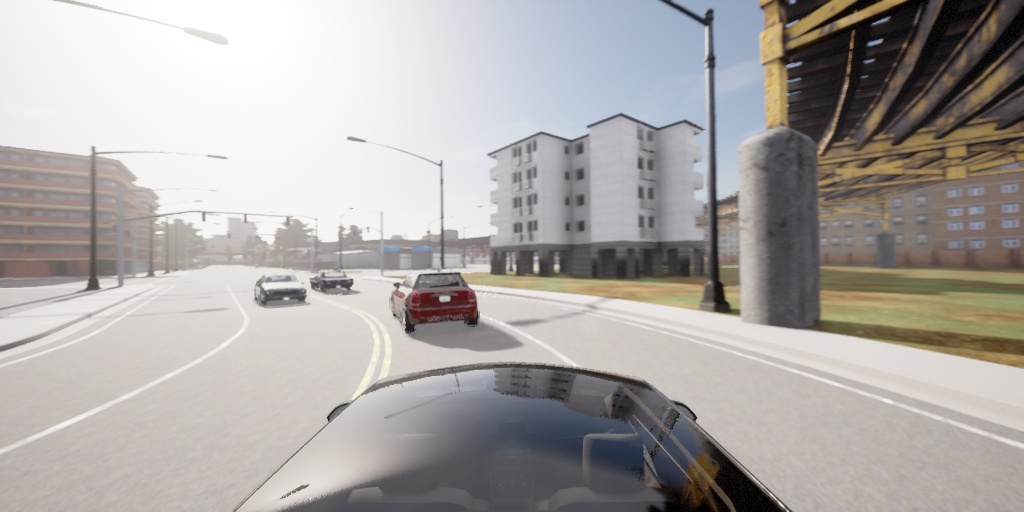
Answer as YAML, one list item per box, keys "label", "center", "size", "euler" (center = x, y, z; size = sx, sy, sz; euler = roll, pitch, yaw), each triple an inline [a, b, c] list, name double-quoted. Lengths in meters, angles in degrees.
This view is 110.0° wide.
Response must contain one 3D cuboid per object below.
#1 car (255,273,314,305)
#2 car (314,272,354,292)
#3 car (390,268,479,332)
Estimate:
- label: "car"
  center: [-11.986, 1.601, 18.421]
  size: [2.033, 1.411, 5.357]
  euler: [0, -1, -40]
- label: "car"
  center: [-12.598, 1.724, 24.877]
  size: [1.895, 1.301, 4.718]
  euler: [0, -1, -39]
- label: "car"
  center: [-2.716, 1.230, 11.789]
  size: [2.097, 1.767, 4.553]
  euler: [-1, -1, -24]
